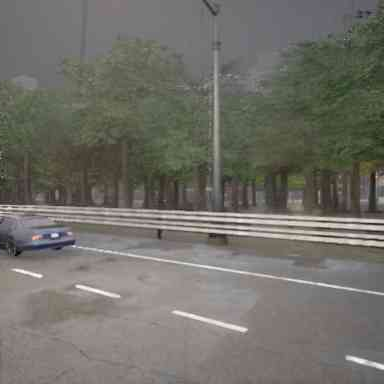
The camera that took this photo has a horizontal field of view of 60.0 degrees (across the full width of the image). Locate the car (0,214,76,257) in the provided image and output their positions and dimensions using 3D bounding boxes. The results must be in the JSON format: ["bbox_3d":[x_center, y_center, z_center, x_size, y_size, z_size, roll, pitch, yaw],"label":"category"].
[{"bbox_3d":[-6.819,1.572,13.045,5.357,1.411,2.033,0,0,36],"label":"car"}]
